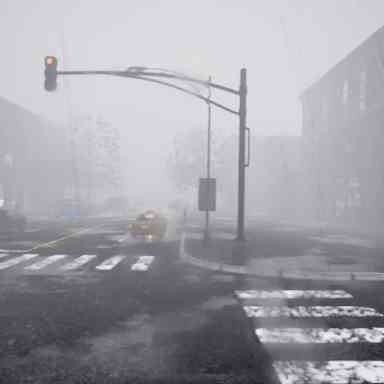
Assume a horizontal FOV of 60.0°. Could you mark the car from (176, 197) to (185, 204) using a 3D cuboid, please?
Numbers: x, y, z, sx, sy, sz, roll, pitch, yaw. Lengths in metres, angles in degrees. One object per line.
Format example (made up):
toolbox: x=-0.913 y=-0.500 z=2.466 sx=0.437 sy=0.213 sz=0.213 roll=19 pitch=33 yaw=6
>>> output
car: x=-2.808 y=2.109 z=84.976 sx=2.192 sy=1.841 sz=5.009 roll=1 pitch=-1 yaw=0

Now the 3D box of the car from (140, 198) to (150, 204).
car: x=-11.148 y=2.177 z=79.365 sx=1.802 sy=1.307 sz=4.206 roll=1 pitch=-1 yaw=0

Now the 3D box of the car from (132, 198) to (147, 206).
car: x=-11.063 y=2.060 z=68.273 sx=1.947 sy=1.339 sz=4.313 roll=1 pitch=-1 yaw=0

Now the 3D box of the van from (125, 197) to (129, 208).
van: x=-10.934 y=1.683 z=51.637 sx=1.690 sy=1.788 sz=3.998 roll=1 pitch=-1 yaw=0

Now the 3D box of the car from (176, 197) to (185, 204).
car: x=-2.642 y=2.158 z=62.790 sx=1.947 sy=1.339 sz=4.313 roll=1 pitch=-1 yaw=0

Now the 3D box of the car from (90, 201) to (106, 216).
car: x=-10.810 y=1.733 z=34.998 sx=1.887 sy=1.381 sz=4.507 roll=1 pitch=-1 yaw=0

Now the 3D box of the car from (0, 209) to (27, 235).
car: x=-10.683 y=1.617 z=18.360 sx=1.802 sy=1.307 sz=4.206 roll=1 pitch=-1 yaw=0

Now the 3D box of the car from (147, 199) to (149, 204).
car: x=-11.105 y=2.089 z=73.820 sx=1.887 sy=1.381 sz=4.507 roll=1 pitch=-1 yaw=0

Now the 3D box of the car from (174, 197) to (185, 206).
car: x=-2.724 y=2.008 z=73.884 sx=2.192 sy=1.841 sz=5.009 roll=1 pitch=-1 yaw=0

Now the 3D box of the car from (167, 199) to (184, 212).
car: x=-2.515 y=1.990 z=46.152 sx=2.008 sy=1.369 sz=4.403 roll=1 pitch=-1 yaw=0

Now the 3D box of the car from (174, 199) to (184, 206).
car: x=-2.683 y=2.187 z=68.336 sx=1.887 sy=1.381 sz=4.507 roll=1 pitch=-1 yaw=0

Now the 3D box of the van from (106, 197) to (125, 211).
van: x=-10.892 y=1.632 z=46.092 sx=1.690 sy=1.788 sz=3.998 roll=1 pitch=-1 yaw=0

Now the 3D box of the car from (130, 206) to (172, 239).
car: x=-2.305 y=1.711 z=18.593 sx=1.752 sy=1.417 sz=4.829 roll=1 pitch=-1 yaw=0

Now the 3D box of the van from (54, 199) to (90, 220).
van: x=-10.765 y=1.479 z=29.454 sx=1.690 sy=1.788 sz=3.998 roll=1 pitch=-1 yaw=0
